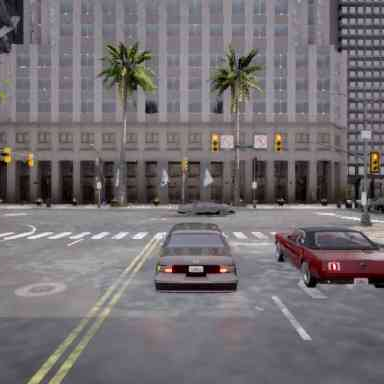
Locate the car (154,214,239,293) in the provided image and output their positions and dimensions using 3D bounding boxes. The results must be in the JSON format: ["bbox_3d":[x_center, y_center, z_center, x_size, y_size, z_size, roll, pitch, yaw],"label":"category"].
[{"bbox_3d":[0.097,1.547,8.977,2.033,1.411,5.357,0,0,0],"label":"car"}]

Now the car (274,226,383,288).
[{"bbox_3d":[3.643,1.601,9.244,1.895,1.301,4.718,0,0,2],"label":"car"}]

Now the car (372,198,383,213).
[{"bbox_3d":[21.667,1.601,34.315,4.718,1.301,1.895,0,0,0],"label":"car"}]

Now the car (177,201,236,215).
[{"bbox_3d":[1.278,1.549,30.717,5.357,1.411,2.033,0,0,0],"label":"car"}]

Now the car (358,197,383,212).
[{"bbox_3d":[21.401,1.352,37.817,4.553,1.767,2.097,0,0,0],"label":"car"}]
